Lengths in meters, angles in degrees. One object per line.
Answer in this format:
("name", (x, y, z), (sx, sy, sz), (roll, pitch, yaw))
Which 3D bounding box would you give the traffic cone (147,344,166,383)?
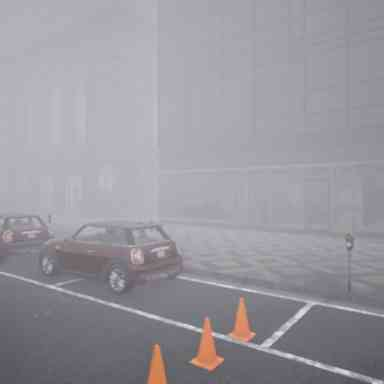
("traffic cone", (-0.387, 1.967, 3.633), (0.340, 0.580, 0.340), (0, 0, 36))

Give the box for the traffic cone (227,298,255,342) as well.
("traffic cone", (0.780, 1.973, 5.258), (0.340, 0.580, 0.340), (0, 0, 36))

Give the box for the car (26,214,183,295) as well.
("car", (-2.300, 1.467, 8.866), (4.097, 1.590, 1.967), (0, 0, 36))

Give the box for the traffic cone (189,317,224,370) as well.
("traffic cone", (0.197, 1.970, 4.446), (0.340, 0.580, 0.340), (0, 0, 36))

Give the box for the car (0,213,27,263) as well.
("car", (-6.880, 1.476, 12.155), (4.097, 1.590, 1.967), (0, 0, 36))
